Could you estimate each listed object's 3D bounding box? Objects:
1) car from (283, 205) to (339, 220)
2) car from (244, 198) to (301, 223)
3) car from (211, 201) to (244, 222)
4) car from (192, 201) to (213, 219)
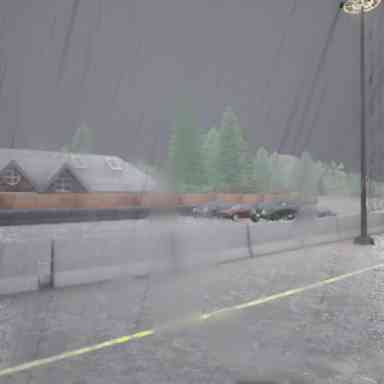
[{"bbox_3d":[9.197,1.857,25.125,4.718,1.301,1.895,1,-1,-43],"label":"car"},{"bbox_3d":[7.189,1.503,28.031,5.566,2.045,2.150,1,-1,-43],"label":"car"},{"bbox_3d":[4.327,1.797,30.159,5.008,1.535,1.882,1,-1,-43],"label":"car"},{"bbox_3d":[2.139,1.702,32.901,4.553,1.767,2.097,0,-1,-43],"label":"car"}]
